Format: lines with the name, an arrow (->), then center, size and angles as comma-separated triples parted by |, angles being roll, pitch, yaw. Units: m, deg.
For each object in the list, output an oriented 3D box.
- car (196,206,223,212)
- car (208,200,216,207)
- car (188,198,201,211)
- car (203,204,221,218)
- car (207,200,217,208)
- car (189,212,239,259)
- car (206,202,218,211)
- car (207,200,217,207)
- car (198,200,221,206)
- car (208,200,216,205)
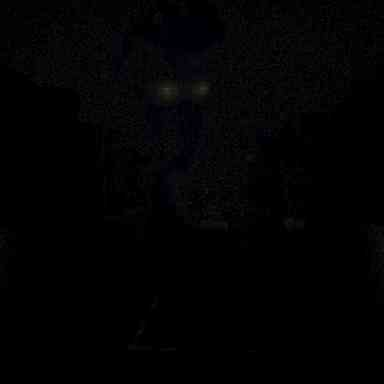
car -> 1.186, 1.712, 18.700 | 1.752, 1.417, 4.829 | 0, -1, 3
car -> 4.471, 2.595, 75.172 | 1.802, 1.307, 4.206 | 0, -1, 3
car -> 0.597, 1.897, 52.467 | 2.150, 2.045, 5.566 | 0, -1, 3
car -> 2.165, 1.996, 35.522 | 1.802, 1.307, 4.206 | 0, -1, 3
car -> 3.822, 2.362, 64.014 | 1.752, 1.417, 4.829 | 0, -1, 3
car -> 0.847, 1.663, 12.865 | 2.008, 1.369, 4.403 | 0, -1, 3
car -> 3.153, 2.243, 52.515 | 1.802, 1.307, 4.206 | 0, -1, 3
car -> 4.141, 2.468, 69.508 | 1.887, 1.381, 4.507 | 0, -1, 3
car -> 1.835, 1.776, 29.860 | 1.967, 1.590, 4.097 | 0, -1, 3
car -> 5.130, 2.751, 86.501 | 2.008, 1.369, 4.403 | 0, -1, 3
